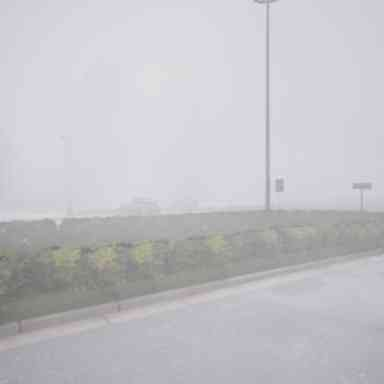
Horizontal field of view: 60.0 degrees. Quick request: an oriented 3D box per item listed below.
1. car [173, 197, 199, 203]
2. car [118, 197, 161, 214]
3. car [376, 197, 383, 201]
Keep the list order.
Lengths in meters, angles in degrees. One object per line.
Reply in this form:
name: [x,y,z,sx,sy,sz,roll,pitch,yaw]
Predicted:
car: [-0.931,1.494,47.199,2.242,1.667,4.611,0,0,-36]
car: [-4.518,1.317,28.245,1.932,1.855,4.605,0,0,-36]
car: [32.629,1.578,55.908,2.033,1.411,5.357,0,0,-35]
